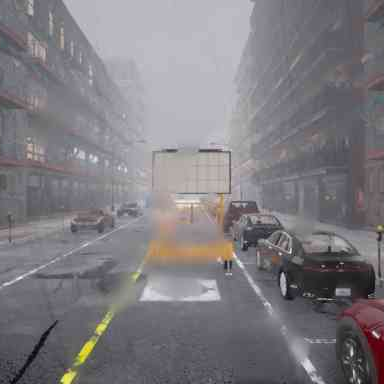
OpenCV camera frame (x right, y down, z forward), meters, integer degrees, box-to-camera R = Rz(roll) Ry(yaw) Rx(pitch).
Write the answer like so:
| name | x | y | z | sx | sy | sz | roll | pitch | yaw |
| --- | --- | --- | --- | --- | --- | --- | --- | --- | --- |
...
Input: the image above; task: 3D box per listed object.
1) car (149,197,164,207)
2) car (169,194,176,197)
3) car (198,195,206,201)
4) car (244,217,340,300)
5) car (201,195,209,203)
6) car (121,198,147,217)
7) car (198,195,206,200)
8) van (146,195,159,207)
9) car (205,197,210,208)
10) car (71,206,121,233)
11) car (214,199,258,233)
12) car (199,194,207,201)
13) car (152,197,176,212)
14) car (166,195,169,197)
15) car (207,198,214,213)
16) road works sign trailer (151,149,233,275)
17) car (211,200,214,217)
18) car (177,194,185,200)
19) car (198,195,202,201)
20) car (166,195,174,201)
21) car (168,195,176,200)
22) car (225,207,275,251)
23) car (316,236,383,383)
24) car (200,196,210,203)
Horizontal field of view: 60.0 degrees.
| name | x | y | z | sx | sy | sz | roll | pitch | yaw |
| --- | --- | --- | --- | --- | --- | --- | --- | --- | --- |
| car | -5.677 | 1.534 | 53.547 | 1.887 | 1.381 | 4.507 | 1 | 0 | 0 |
| car | -5.676 | 1.530 | 81.905 | 1.947 | 1.339 | 4.313 | 1 | 0 | 0 |
| car | 2.705 | 1.502 | 87.511 | 1.887 | 1.381 | 4.507 | 1 | 0 | 0 |
| car | 2.701 | 1.553 | 8.119 | 2.008 | 1.369 | 4.403 | 1 | 0 | 0 |
| car | 2.703 | 1.517 | 47.985 | 1.752 | 1.417 | 4.829 | 1 | 0 | 0 |
| car | -5.678 | 1.564 | 30.862 | 1.947 | 1.339 | 4.313 | 1 | 0 | 0 |
| car | 2.705 | 1.502 | 93.181 | 2.008 | 1.369 | 4.403 | 1 | 0 | 0 |
| van | -5.674 | 1.333 | 47.876 | 1.690 | 1.788 | 3.998 | 1 | 0 | 0 |
| car | 2.702 | 1.541 | 36.473 | 1.887 | 1.381 | 4.507 | 1 | 0 | 0 |
| car | -5.679 | 1.583 | 19.518 | 1.802 | 1.307 | 4.206 | 1 | 0 | 0 |
| car | 2.705 | 1.316 | 19.461 | 2.192 | 1.841 | 5.009 | 1 | 0 | 0 |
| car | 2.706 | 1.404 | 81.839 | 1.967 | 1.590 | 4.097 | 1 | 0 | 0 |
| car | -3.097 | 1.560 | 38.783 | 1.994 | 1.385 | 4.181 | 0 | 0 | 0 |
| car | -5.676 | 1.536 | 59.219 | 2.008 | 1.369 | 4.403 | 1 | 0 | 0 |
| car | 2.702 | 1.543 | 30.802 | 1.887 | 1.381 | 4.507 | 1 | 0 | 0 |
| road works sign trailer | 0.000 | 0.466 | 10.397 | 2.380 | 3.560 | 2.880 | 0 | 0 | 0 |
| car | 2.702 | 1.525 | 25.302 | 1.752 | 1.417 | 4.829 | 1 | 0 | 0 |
| car | -2.997 | 1.305 | 90.249 | 2.097 | 1.767 | 4.553 | 0 | 0 | 0 |
| car | 2.705 | 1.420 | 64.828 | 1.967 | 1.590 | 4.097 | 1 | 0 | 0 |
| car | -5.674 | 1.483 | 87.406 | 1.752 | 1.417 | 4.829 | 1 | 0 | 0 |
| car | -5.675 | 1.502 | 93.247 | 2.008 | 1.369 | 4.403 | 1 | 0 | 0 |
| car | 2.701 | 1.553 | 13.789 | 2.008 | 1.369 | 4.403 | 1 | 0 | 0 |
| car | 2.702 | 1.441 | 2.448 | 1.967 | 1.590 | 4.097 | 1 | 0 | 0 |
| car | 2.705 | 1.557 | 70.500 | 1.802 | 1.307 | 4.206 | 1 | 0 | 0 |
